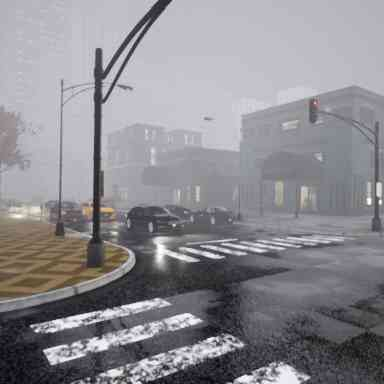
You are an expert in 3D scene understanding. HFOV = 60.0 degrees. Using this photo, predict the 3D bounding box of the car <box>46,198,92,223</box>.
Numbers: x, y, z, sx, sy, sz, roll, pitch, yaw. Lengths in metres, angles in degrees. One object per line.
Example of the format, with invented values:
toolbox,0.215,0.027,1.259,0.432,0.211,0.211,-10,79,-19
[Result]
car,-9.420,1.491,25.246,1.967,1.590,4.097,1,-1,-35

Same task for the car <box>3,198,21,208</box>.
car,-28.171,1.736,52.565,1.752,1.417,4.829,1,-1,-35

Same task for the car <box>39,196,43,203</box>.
car,-30.952,1.941,71.308,1.752,1.417,4.829,1,-1,-35

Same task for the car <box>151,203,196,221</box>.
car,-1.715,1.738,29.290,1.947,1.339,4.313,1,-1,-35

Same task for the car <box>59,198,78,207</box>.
car,-21.378,1.775,57.476,1.967,1.590,4.097,1,-1,-35

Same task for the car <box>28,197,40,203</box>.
car,-40.332,2.048,84.861,2.008,1.369,4.403,1,-1,-35

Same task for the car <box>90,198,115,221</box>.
car,-8.146,1.577,28.192,1.882,1.535,5.008,1,-1,-35

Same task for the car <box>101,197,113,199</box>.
car,-11.832,1.571,43.832,2.192,1.841,5.009,1,-1,-35

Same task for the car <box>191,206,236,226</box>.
car,1.405,1.698,24.782,2.008,1.369,4.403,1,-1,-35

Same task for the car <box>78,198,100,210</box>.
car,-15.019,1.722,48.377,1.967,1.590,4.097,1,-1,-35

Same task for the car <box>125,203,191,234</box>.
car,-2.348,1.556,19.803,1.837,1.490,4.892,1,-1,-35

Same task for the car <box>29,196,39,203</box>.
car,-37.172,1.785,80.299,2.192,1.841,5.009,1,-1,-35

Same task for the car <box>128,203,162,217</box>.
car,-4.834,1.780,33.796,1.802,1.307,4.206,1,-1,-35

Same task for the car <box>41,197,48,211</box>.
car,-16.337,1.645,40.065,1.882,1.535,5.008,1,0,-34
